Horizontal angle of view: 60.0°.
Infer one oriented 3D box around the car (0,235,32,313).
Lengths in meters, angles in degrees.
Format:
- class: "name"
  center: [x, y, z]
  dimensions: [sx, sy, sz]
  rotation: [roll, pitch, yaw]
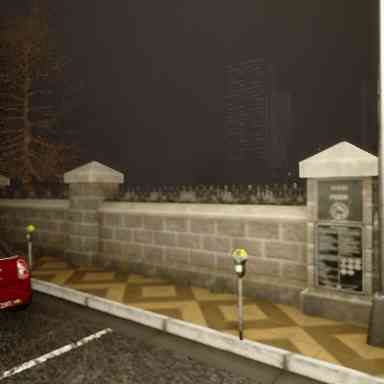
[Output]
- class: "car"
  center: [-4.934, 1.418, 6.402]
  dimensions: [4.097, 1.590, 1.967]
  rotation: [0, 0, 36]
